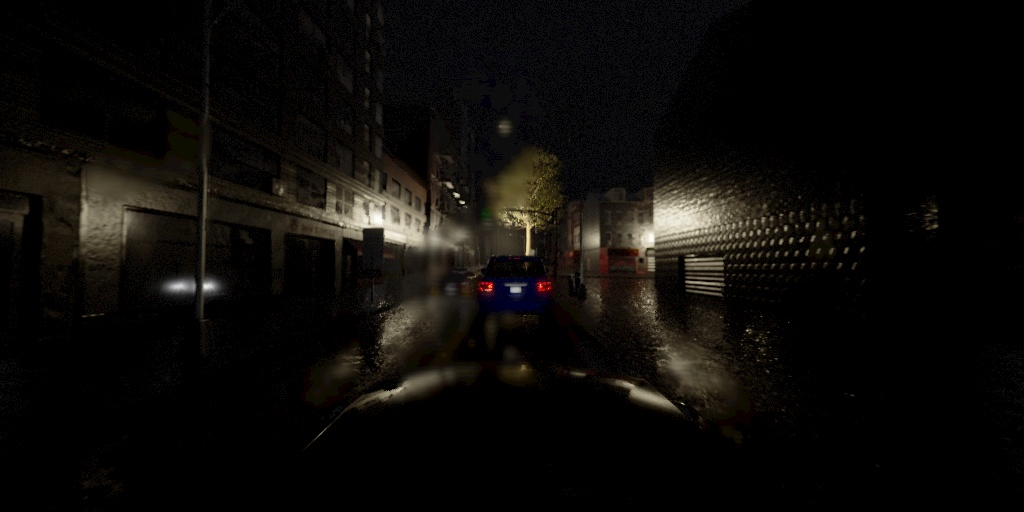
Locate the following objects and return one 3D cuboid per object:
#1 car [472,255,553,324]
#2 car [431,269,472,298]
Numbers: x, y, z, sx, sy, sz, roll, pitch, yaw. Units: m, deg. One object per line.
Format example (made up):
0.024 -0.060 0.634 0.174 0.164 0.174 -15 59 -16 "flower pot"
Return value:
0.101 0.991 12.161 2.150 2.045 5.566 0 0 0 "car"
-2.778 1.343 18.365 1.994 1.385 4.181 0 0 1 "car"
